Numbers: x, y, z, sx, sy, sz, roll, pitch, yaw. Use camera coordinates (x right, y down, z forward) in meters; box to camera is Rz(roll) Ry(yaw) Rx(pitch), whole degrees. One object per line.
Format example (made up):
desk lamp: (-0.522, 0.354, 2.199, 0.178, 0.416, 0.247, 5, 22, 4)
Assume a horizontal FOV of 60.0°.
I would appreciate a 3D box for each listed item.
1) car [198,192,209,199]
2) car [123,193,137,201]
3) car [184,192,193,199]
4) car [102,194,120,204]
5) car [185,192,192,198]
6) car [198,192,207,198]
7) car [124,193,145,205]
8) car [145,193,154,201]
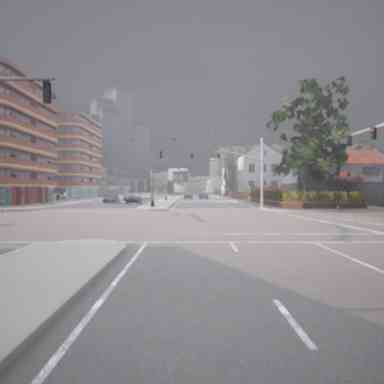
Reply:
car: (2.669, 0.891, 73.562, 2.033, 1.411, 5.357, 0, 1, -1)
car: (-12.256, 0.947, 66.086, 1.812, 1.442, 4.674, 0, 1, 0)
car: (-0.836, 0.873, 73.939, 1.812, 1.442, 4.674, 0, 1, -1)
car: (-12.138, 1.066, 50.088, 1.837, 1.490, 4.892, 0, 0, 0)
car: (-0.949, 0.756, 83.937, 1.812, 1.442, 4.674, 0, 1, -1)
car: (2.551, 0.755, 83.977, 2.128, 1.511, 4.902, 0, 1, -1)
car: (-8.634, 1.167, 49.517, 1.895, 1.301, 4.718, 0, 1, 0)
car: (-8.754, 0.950, 65.704, 1.812, 1.442, 4.674, 0, 1, 0)
